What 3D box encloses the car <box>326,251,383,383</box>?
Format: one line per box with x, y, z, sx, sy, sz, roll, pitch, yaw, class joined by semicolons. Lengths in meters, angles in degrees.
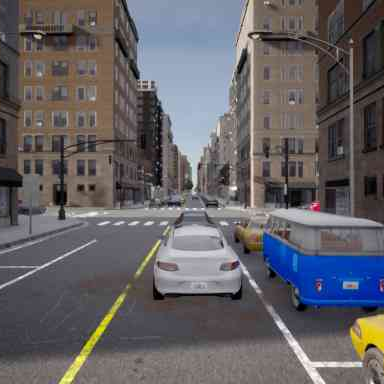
2.678;1.526;1.966;1.752;1.417;4.829;1;0;0;car

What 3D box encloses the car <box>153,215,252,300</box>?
0.085;1.527;8.307;1.812;1.442;4.674;0;0;-1;car

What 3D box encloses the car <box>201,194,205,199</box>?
3.196;1.555;61.866;2.008;1.369;4.403;1;0;1;car

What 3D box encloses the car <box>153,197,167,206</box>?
-5.405;1.571;56.449;1.947;1.339;4.313;1;0;1;car

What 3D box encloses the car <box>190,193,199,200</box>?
0.935;1.523;91.853;1.812;1.442;4.674;0;0;1;car

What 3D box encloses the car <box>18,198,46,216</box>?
-15.324;1.376;29.013;4.674;1.442;1.812;0;-1;3;car

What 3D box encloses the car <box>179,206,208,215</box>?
0.108;1.566;15.653;1.994;1.385;4.181;0;0;0;car

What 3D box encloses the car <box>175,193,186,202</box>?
-2.543;1.483;61.907;1.882;1.535;5.008;0;0;1;car

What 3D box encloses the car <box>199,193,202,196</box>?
3.579;1.549;89.517;2.008;1.369;4.403;1;0;1;car

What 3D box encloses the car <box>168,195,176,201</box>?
-5.024;1.527;83.923;1.752;1.417;4.829;1;0;1;car

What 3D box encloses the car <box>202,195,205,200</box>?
3.120;1.549;56.336;1.887;1.381;4.507;1;0;1;car

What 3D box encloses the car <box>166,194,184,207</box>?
-2.702;1.483;52.247;1.882;1.535;5.008;0;0;1;car

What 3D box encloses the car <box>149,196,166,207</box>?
-5.482;1.588;50.920;1.802;1.307;4.206;1;0;1;car

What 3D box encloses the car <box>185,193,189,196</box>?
-2.338;1.359;72.034;2.097;1.767;4.553;0;0;1;car

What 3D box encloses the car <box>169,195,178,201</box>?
-4.946;1.566;89.621;1.947;1.339;4.313;1;0;1;car

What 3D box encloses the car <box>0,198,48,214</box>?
-16.834;1.379;32.363;4.892;1.490;1.837;0;-1;0;car

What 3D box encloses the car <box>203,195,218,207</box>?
3.044;1.571;50.806;1.947;1.339;4.313;1;0;1;car

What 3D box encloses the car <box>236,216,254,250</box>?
2.689;1.527;13.313;1.752;1.417;4.829;1;0;0;car

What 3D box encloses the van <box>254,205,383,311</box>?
2.685;1.342;7.469;1.690;1.788;3.998;1;0;0;van

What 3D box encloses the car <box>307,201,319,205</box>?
15.592;1.356;35.566;5.566;2.045;2.150;0;-1;0;car

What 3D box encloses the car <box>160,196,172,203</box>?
-5.251;1.549;67.506;1.887;1.381;4.507;1;0;1;car

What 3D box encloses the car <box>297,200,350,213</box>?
15.241;1.712;38.814;5.357;1.411;2.033;0;-1;0;car

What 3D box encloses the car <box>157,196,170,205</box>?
-5.328;1.556;61.977;2.008;1.369;4.403;1;0;1;car
